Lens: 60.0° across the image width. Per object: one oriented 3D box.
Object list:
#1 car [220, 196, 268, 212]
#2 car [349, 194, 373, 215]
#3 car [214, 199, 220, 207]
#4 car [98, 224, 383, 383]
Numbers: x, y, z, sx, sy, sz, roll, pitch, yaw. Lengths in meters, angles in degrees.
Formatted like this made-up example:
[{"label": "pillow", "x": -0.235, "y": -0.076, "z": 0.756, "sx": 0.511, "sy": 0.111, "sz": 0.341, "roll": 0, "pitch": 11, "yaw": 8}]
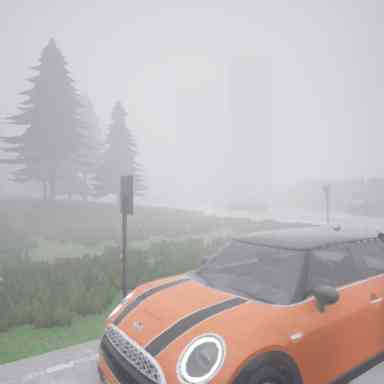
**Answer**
[{"label": "car", "x": 5.482, "y": 1.323, "z": 33.599, "sx": 2.128, "sy": 1.511, "sz": 4.902, "roll": 0, "pitch": 0, "yaw": -35}, {"label": "car", "x": 16.414, "y": 1.181, "z": 32.420, "sx": 1.905, "sy": 1.878, "sz": 3.866, "roll": 0, "pitch": 0, "yaw": 24}, {"label": "car", "x": 4.835, "y": 1.309, "z": 44.880, "sx": 3.988, "sy": 1.617, "sz": 1.851, "roll": 0, "pitch": 0, "yaw": -36}, {"label": "car", "x": 1.152, "y": 1.348, "z": 4.414, "sx": 4.553, "sy": 1.767, "sz": 2.097, "roll": 0, "pitch": 0, "yaw": -35}]
